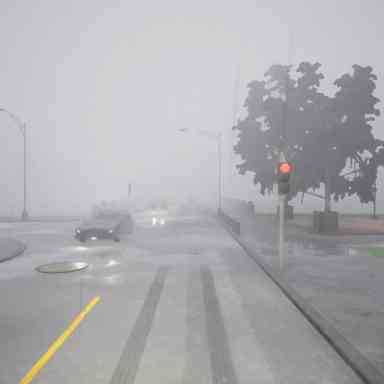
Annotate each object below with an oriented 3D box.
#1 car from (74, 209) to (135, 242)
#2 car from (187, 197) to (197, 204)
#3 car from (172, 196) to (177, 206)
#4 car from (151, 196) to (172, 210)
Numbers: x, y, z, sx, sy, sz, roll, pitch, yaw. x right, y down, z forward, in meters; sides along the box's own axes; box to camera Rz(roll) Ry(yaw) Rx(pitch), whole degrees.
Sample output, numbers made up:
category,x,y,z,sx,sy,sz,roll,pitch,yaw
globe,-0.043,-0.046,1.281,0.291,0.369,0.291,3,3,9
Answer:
category,x,y,z,sx,sy,sz,roll,pitch,yaw
car,-4.096,1.547,16.520,2.033,1.411,5.357,0,0,0
car,0.016,1.547,61.723,2.033,1.411,5.357,0,0,0
car,-4.072,1.477,55.960,1.882,1.535,5.008,0,0,0
car,-4.089,1.491,42.286,2.128,1.511,4.902,0,0,0
